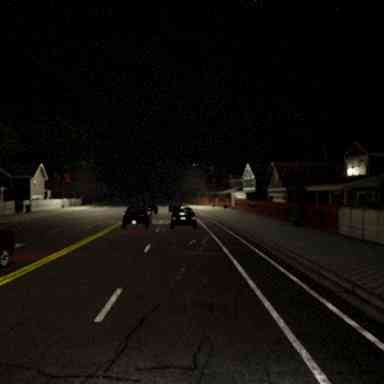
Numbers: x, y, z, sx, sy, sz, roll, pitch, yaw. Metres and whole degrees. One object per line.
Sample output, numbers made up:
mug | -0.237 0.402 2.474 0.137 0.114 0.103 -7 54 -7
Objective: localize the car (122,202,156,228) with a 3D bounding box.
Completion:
car | -3.944 1.755 24.389 1.837 1.490 4.892 0 0 -3

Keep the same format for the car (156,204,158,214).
car | -5.317 2.003 42.265 1.994 1.385 4.181 0 -1 -5

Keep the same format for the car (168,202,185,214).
car | -2.066 2.039 42.481 1.895 1.301 4.718 0 -1 -5

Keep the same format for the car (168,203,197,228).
car | -0.661 1.791 24.133 2.033 1.411 5.357 0 -1 -3

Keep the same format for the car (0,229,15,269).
car | -6.675 1.571 8.811 1.882 1.535 5.008 0 0 -1
